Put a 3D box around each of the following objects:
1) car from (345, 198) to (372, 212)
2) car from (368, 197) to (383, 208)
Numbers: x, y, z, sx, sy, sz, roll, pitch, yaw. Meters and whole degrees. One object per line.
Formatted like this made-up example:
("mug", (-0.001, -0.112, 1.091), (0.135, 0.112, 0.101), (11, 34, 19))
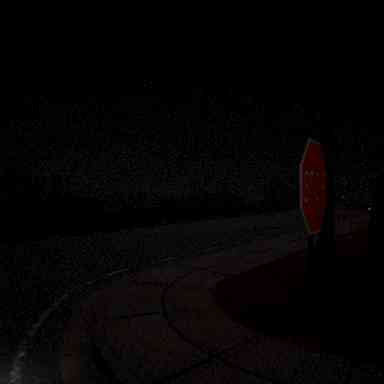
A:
("car", (19.413, 1.454, 39.172), (2.128, 1.511, 4.902), (0, 0, 38))
("car", (27.913, 1.468, 49.940), (1.837, 1.490, 4.892), (0, 0, 39))
